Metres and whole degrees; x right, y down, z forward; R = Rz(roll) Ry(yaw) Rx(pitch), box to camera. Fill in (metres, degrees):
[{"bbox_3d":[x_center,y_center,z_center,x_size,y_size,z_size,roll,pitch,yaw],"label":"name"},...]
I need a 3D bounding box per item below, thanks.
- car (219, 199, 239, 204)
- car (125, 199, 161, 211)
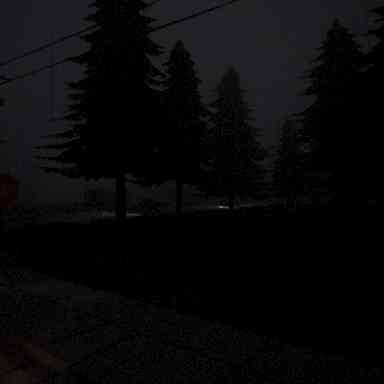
[{"bbox_3d":[6.104,1.623,54.387,1.994,1.385,4.181,0,0,34],"label":"car"},{"bbox_3d":[-5.528,1.522,37.327,1.882,1.535,5.008,0,0,34],"label":"car"}]
